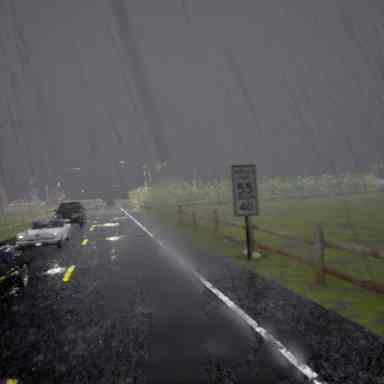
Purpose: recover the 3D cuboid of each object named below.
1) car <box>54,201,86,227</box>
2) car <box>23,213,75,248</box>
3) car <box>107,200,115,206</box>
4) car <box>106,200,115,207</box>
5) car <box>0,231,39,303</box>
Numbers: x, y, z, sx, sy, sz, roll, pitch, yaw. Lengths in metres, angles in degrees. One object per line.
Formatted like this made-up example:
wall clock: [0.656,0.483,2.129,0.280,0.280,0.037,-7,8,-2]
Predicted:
car: [-10.236,1.865,28.210,2.150,2.045,5.566,-4,0,-14]
car: [-7.427,2.067,17.060,1.895,1.301,4.718,-4,0,-14]
car: [-22.078,2.925,90.271,2.033,1.411,5.357,-4,0,-14]
car: [-19.543,2.769,80.164,1.882,1.535,5.008,-4,0,-14]
car: [-4.982,1.912,7.313,1.895,1.301,4.718,-4,0,-14]
